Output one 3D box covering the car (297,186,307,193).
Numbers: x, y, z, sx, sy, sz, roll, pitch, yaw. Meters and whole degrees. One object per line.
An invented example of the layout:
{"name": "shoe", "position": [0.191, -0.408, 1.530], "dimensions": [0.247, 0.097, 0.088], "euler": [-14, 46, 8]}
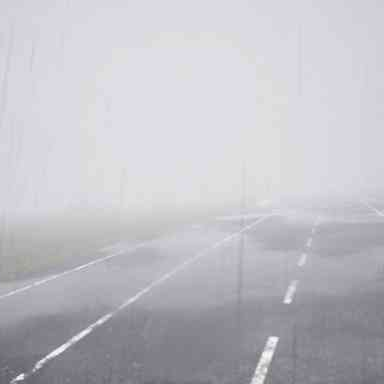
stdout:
{"name": "car", "position": [23.931, -0.547, 72.306], "dimensions": [1.994, 1.385, 4.181], "euler": [-4, 0, 23]}
